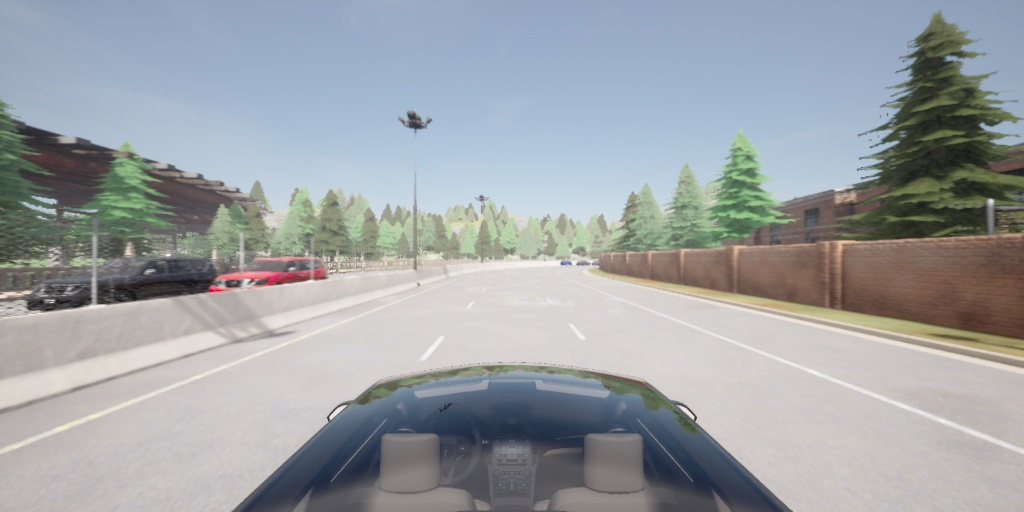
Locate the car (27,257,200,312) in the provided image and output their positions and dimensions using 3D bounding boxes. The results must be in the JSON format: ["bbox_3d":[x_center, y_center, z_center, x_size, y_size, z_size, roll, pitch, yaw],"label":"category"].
[{"bbox_3d":[-14.076,1.044,13.689,2.150,2.045,5.566,0,0,0],"label":"car"}]

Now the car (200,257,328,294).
[{"bbox_3d":[-10.577,1.063,16.305,2.150,2.045,5.566,0,-1,0],"label":"car"}]
